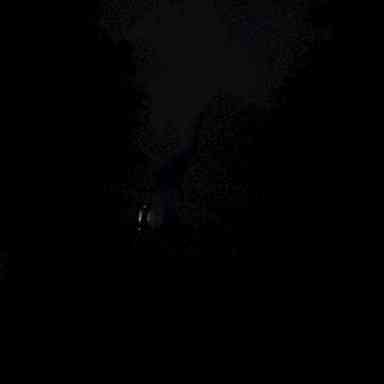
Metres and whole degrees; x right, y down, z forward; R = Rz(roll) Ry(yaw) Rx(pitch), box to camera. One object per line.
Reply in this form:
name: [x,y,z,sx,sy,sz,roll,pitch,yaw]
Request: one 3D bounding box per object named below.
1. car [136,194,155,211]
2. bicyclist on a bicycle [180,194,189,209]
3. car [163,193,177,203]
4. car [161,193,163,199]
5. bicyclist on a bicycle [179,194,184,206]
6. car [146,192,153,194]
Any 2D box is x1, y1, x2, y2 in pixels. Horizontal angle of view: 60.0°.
car: [-5.163,1.258,37.259,2.128,1.511,4.902,0,0,-5]
bicyclist on a bicycle: [-0.784,1.190,39.436,0.866,1.612,1.509,0,0,-4]
car: [-3.562,1.128,57.672,2.033,1.411,5.357,0,1,-6]
car: [-6.017,0.932,75.056,2.033,1.411,5.357,0,1,-9]
bicyclist on a bicycle: [-1.500,1.135,47.488,0.582,1.620,1.656,0,0,-6]
car: [-10.006,0.798,77.821,1.882,1.535,5.008,0,1,-9]
